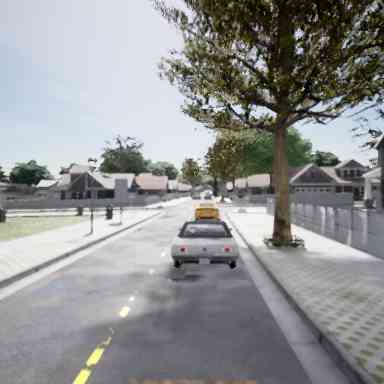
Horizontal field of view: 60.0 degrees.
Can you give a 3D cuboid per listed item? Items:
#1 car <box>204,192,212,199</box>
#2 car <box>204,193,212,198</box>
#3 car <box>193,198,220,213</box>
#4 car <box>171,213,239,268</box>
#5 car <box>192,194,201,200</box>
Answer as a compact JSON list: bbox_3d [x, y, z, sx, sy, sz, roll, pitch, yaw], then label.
[{"bbox_3d":[4.556,0.976,95.466,2.097,1.767,4.553,0,0,3],"label":"car"},{"bbox_3d":[3.952,1.299,83.426,2.128,1.511,4.902,0,0,3],"label":"car"},{"bbox_3d":[1.174,1.466,26.296,1.882,1.535,5.008,0,0,3],"label":"car"},{"bbox_3d":[0.449,1.606,11.313,1.895,1.301,4.718,0,0,2],"label":"car"},{"bbox_3d":[1.194,1.170,83.406,2.097,1.767,4.553,0,0,3],"label":"car"}]
